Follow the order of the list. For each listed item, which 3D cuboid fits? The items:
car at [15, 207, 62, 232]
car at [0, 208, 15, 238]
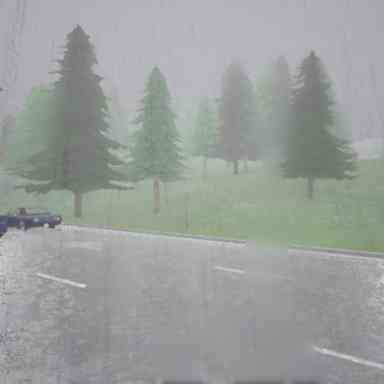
[{"bbox_3d":[-9.834,1.540,19.633,4.718,1.301,1.895,0,0,36],"label":"car"},{"bbox_3d":[-10.859,1.420,16.062,5.008,1.535,1.882,0,0,36],"label":"car"}]
